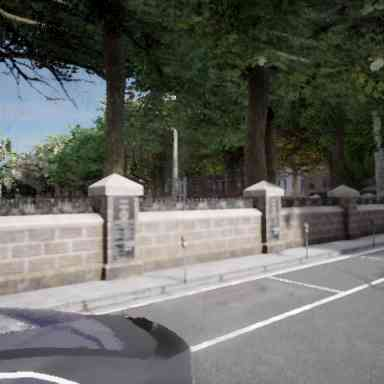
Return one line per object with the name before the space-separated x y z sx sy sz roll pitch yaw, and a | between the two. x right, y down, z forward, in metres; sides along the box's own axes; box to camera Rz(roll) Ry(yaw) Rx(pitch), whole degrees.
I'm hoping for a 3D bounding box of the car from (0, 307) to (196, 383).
car | -2.125 1.576 1.630 4.902 1.511 2.128 1 -2 -38
